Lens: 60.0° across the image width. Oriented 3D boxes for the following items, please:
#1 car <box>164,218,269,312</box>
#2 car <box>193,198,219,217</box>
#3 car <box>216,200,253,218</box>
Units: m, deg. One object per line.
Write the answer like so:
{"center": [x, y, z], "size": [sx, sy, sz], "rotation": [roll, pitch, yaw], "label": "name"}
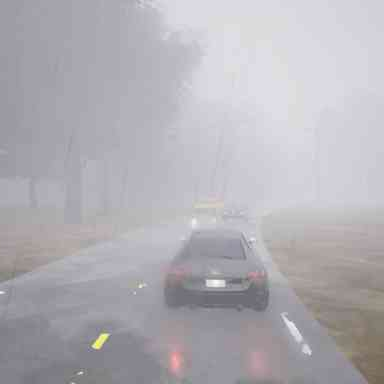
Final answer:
{"center": [0.584, 1.550, 7.786], "size": [1.994, 1.385, 4.181], "rotation": [0, 0, 5], "label": "car"}
{"center": [1.588, 1.340, 29.965], "size": [1.882, 1.535, 5.008], "rotation": [-1, 0, 18], "label": "car"}
{"center": [3.487, 1.425, 25.178], "size": [2.033, 1.411, 5.357], "rotation": [0, 0, 15], "label": "car"}
